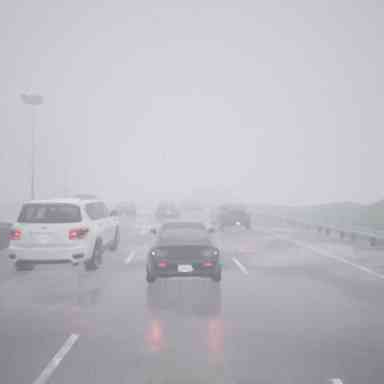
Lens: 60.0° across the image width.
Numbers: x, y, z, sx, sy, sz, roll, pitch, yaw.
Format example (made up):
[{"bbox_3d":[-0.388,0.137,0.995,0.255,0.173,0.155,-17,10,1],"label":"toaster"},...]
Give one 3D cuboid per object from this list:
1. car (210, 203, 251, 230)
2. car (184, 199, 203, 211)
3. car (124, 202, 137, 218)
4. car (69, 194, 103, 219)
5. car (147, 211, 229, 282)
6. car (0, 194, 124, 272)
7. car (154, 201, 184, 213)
[{"bbox_3d":[2.333,1.479,20.866,1.837,1.490,4.892,0,0,-6],"label":"car"},{"bbox_3d":[-0.163,1.505,37.322,2.033,1.411,5.357,0,0,-11],"label":"car"},{"bbox_3d":[-5.850,1.572,29.367,1.895,1.301,4.718,0,0,-9],"label":"car"},{"bbox_3d":[-9.559,1.195,30.386,2.150,2.045,5.566,0,0,-9],"label":"car"},{"bbox_3d":[-0.257,1.515,9.643,1.812,1.442,4.674,0,0,-3],"label":"car"},{"bbox_3d":[-3.810,1.212,10.889,2.150,2.045,5.566,0,0,-3],"label":"car"},{"bbox_3d":[-2.111,1.534,27.889,1.994,1.385,4.181,0,0,-8],"label":"car"}]
